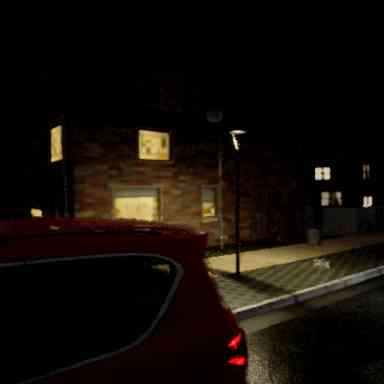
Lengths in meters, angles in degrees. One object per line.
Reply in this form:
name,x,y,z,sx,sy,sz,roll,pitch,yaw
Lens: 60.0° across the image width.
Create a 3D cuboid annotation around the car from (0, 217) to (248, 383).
car,-2.173,1.219,1.582,5.566,2.045,2.150,1,0,-35
